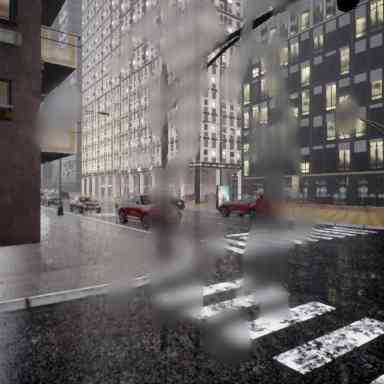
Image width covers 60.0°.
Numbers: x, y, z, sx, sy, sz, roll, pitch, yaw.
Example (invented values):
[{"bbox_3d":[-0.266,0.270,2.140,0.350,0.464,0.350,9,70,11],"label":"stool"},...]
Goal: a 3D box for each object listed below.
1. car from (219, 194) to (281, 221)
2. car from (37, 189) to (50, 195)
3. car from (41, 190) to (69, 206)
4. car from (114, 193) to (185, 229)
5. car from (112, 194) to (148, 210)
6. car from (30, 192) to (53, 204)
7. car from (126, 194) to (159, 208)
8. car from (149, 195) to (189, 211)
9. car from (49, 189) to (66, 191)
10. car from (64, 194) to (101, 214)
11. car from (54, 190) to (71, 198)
[{"bbox_3d":[4.142,1.027,24.259,2.192,1.841,5.009,1,0,-36],"label":"car"},{"bbox_3d":[-34.996,-0.011,78.108,1.887,1.381,4.507,1,0,-36],"label":"car"},{"bbox_3d":[-15.648,0.827,37.229,2.008,1.369,4.403,2,0,-36],"label":"car"},{"bbox_3d":[-2.600,1.008,19.283,2.192,1.841,5.009,2,0,-36],"label":"car"},{"bbox_3d":[-6.459,0.999,34.413,1.994,1.385,4.181,0,1,-36],"label":"car"},{"bbox_3d":[-18.909,0.752,41.715,1.802,1.307,4.206,2,0,-36],"label":"car"},{"bbox_3d":[-5.648,0.965,37.721,1.947,1.339,4.313,1,0,-36],"label":"car"},{"bbox_3d":[-2.386,1.070,33.234,1.947,1.339,4.313,1,0,-36],"label":"car"},{"bbox_3d":[-22.099,0.429,55.929,1.837,1.490,4.892,0,0,-36],"label":"car"},{"bbox_3d":[-9.128,1.067,28.257,1.802,1.307,4.206,2,0,-36],"label":"car"},{"bbox_3d":[-25.213,0.309,64.646,1.887,1.381,4.507,1,0,-36],"label":"car"}]
